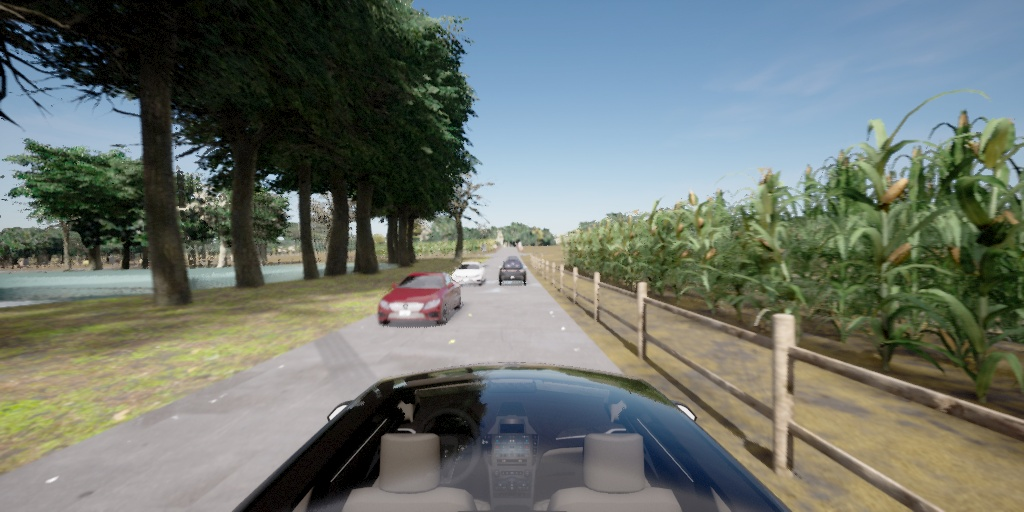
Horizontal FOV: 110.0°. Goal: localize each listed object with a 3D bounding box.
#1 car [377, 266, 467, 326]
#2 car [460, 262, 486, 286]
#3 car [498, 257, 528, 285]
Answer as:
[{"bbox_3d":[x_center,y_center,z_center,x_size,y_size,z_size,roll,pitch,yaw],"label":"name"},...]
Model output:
[{"bbox_3d":[-2.789,1.240,11.748,1.812,1.442,4.674,0,0,0],"label":"car"},{"bbox_3d":[-2.748,1.131,23.861,1.812,1.442,4.674,0,1,0],"label":"car"},{"bbox_3d":[0.056,1.086,24.741,2.128,1.511,4.902,0,1,1],"label":"car"}]
